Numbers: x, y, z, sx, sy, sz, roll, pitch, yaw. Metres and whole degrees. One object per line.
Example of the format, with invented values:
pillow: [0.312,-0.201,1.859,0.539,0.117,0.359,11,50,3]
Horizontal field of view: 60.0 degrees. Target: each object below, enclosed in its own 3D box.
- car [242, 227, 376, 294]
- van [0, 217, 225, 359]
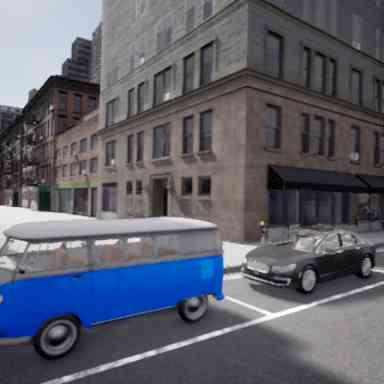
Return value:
car: [3.278,1.651,8.977,4.403,1.369,2.008,1,0,-35]
van: [-1.284,1.369,5.718,3.998,1.788,1.690,1,0,-35]
